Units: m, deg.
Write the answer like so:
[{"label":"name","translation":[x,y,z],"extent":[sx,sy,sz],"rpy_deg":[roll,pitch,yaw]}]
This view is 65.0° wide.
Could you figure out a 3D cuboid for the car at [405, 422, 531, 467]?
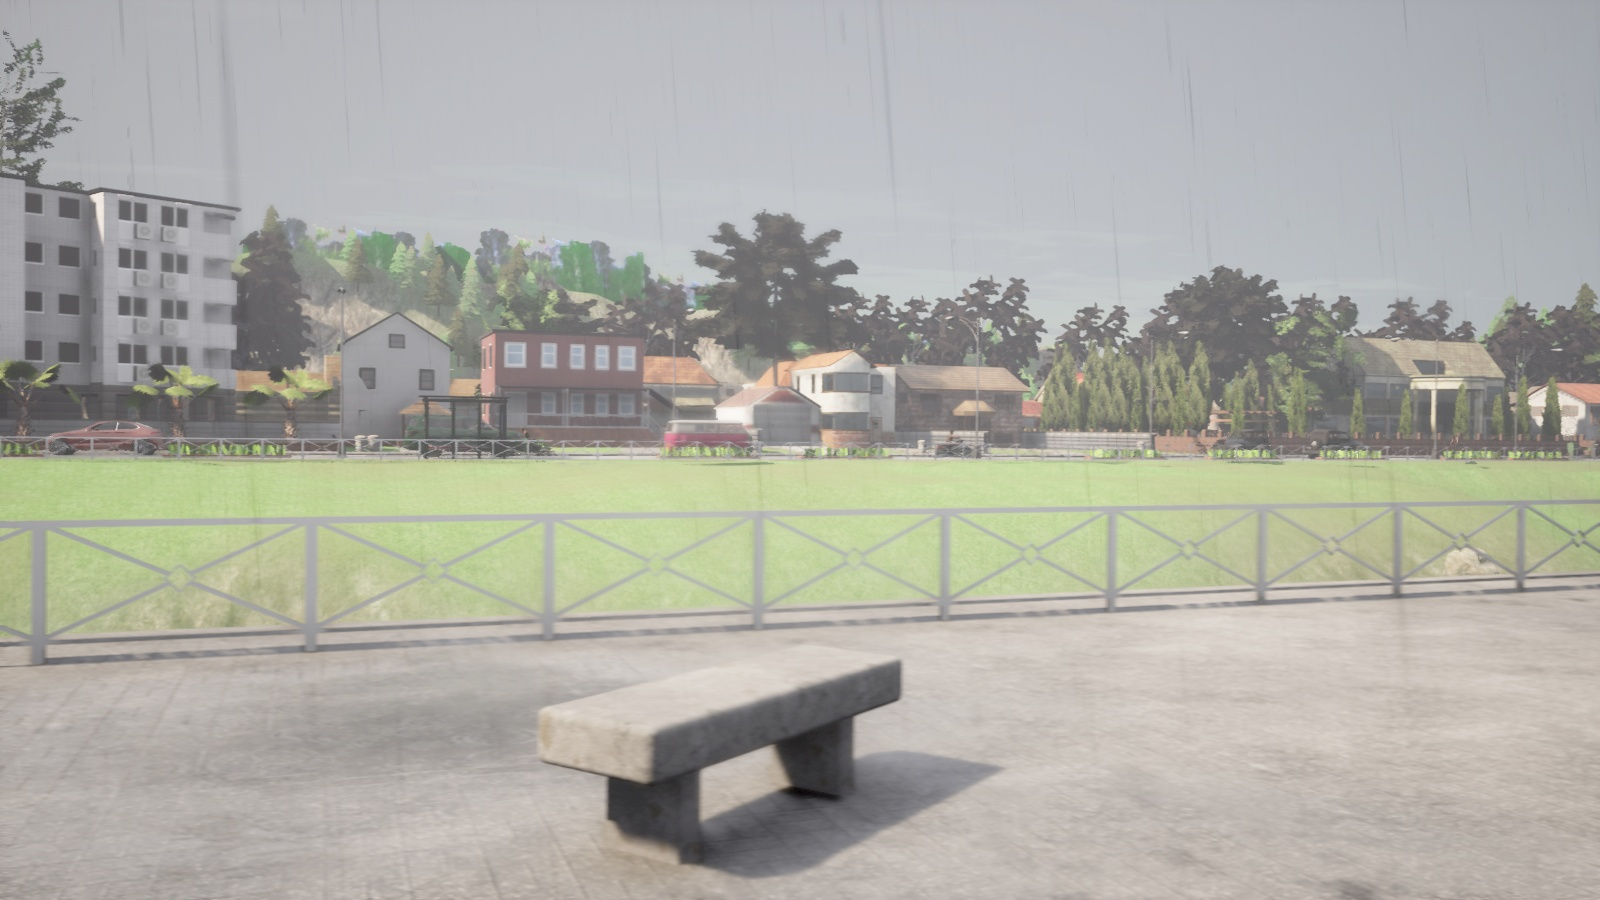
[{"label":"car","translation":[-15.736,-0.281,59.520],"extent":[5.566,2.045,2.150],"rpy_deg":[-1,1,-21]}]

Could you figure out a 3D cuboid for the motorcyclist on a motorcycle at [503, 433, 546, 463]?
[{"label":"motorcyclist on a motorcycle","translation":[-14.145,-0.115,64.405],"extent":[2.044,1.523,0.797],"rpy_deg":[-1,1,-21]}]

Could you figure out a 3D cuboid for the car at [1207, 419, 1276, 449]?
[{"label":"car","translation":[28.308,-1.022,80.510],"extent":[3.866,1.878,1.905],"rpy_deg":[-1,1,-21]}]

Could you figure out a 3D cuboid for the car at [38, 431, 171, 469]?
[{"label":"car","translation":[-31.849,-0.018,57.687],"extent":[5.027,1.651,2.152],"rpy_deg":[-1,1,-21]}]

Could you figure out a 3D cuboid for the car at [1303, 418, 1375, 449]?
[{"label":"car","translation":[33.589,-1.042,78.234],"extent":[3.866,1.878,1.905],"rpy_deg":[-1,1,-21]}]

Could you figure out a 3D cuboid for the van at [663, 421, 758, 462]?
[{"label":"van","translation":[-4.535,-0.438,63.770],"extent":[4.442,1.987,1.775],"rpy_deg":[-1,1,-21]}]

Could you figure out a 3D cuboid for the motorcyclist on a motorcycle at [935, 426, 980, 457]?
[{"label":"motorcyclist on a motorcycle","translation":[8.621,-0.464,68.764],"extent":[2.350,1.649,0.766],"rpy_deg":[-1,1,-21]}]
